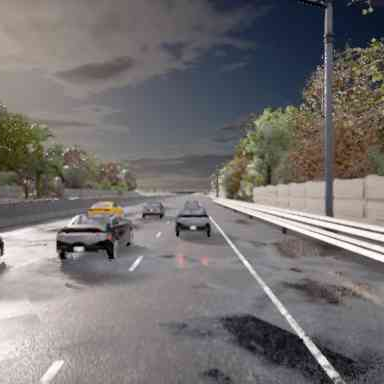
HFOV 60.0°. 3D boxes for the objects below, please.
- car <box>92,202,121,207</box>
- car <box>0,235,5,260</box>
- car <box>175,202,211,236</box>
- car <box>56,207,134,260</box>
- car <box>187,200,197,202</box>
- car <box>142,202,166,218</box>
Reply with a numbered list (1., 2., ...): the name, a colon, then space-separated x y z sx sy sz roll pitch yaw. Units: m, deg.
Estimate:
1. car: -6.963 1.549 27.171 1.882 1.535 5.008 0 0 0
2. car: -6.918 1.515 8.760 2.128 1.511 4.902 0 0 0
3. car: 0.055 1.530 18.631 2.128 1.511 4.902 0 0 0
4. car: -3.430 1.519 12.501 2.128 1.511 4.902 0 0 0
5. car: 0.004 1.670 39.830 1.994 1.385 4.181 0 0 0
6. car: -3.472 1.627 30.942 2.033 1.411 5.357 0 0 0
